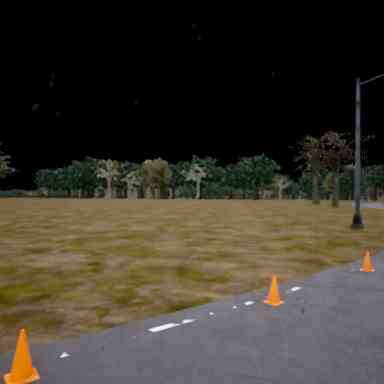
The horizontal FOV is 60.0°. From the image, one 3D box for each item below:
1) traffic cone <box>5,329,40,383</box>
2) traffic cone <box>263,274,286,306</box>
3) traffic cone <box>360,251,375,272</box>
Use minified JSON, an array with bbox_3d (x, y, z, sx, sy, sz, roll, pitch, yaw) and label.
[{"bbox_3d":[-2.076,1.983,4.081,0.340,0.580,0.340,1,-1,-37],"label":"traffic cone"},{"bbox_3d":[1.751,2.053,7.073,0.340,0.580,0.340,1,-1,-39],"label":"traffic cone"},{"bbox_3d":[5.418,2.121,10.261,0.340,0.580,0.340,1,-1,-42],"label":"traffic cone"}]
